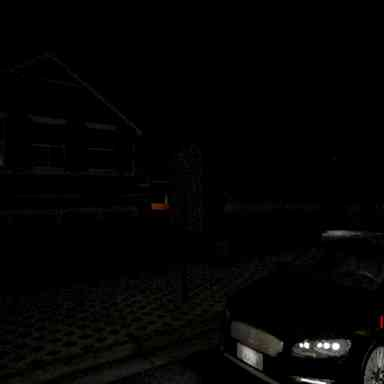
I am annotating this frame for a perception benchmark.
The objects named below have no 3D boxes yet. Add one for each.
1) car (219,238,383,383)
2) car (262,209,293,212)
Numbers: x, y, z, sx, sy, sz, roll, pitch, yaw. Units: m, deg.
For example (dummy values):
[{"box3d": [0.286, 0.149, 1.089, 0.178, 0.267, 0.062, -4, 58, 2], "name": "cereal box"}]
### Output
[{"box3d": [2.577, 1.516, 5.060, 4.902, 1.511, 2.128, 0, 0, -37], "name": "car"}, {"box3d": [6.538, 1.966, 23.709, 1.837, 1.490, 4.892, 0, -1, -43], "name": "car"}]
